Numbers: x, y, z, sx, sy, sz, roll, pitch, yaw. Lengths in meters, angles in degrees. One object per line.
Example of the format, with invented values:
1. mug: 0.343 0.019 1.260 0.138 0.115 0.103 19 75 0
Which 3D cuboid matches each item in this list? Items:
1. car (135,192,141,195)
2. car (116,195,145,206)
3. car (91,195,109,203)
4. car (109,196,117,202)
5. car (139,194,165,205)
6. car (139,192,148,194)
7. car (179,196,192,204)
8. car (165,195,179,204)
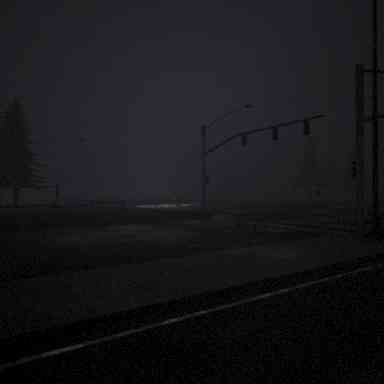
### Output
1. car: -13.420 1.330 70.789 1.882 1.535 5.008 0 0 -35
2. car: -9.918 1.516 53.346 1.895 1.301 4.718 0 0 -35
3. car: -18.769 1.418 66.220 1.812 1.442 4.674 0 0 -35
4. car: -15.824 1.434 68.117 1.994 1.385 4.181 0 0 -35
5. car: -6.943 1.503 55.212 1.895 1.301 4.718 0 0 -34
6. car: -10.692 1.069 72.995 2.150 2.045 5.566 0 0 -35
7. car: -1.857 1.402 60.199 1.812 1.442 4.674 0 0 -34
8. car: -4.811 1.242 58.303 2.097 1.767 4.553 0 0 -34
